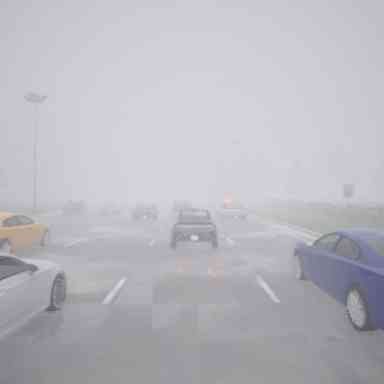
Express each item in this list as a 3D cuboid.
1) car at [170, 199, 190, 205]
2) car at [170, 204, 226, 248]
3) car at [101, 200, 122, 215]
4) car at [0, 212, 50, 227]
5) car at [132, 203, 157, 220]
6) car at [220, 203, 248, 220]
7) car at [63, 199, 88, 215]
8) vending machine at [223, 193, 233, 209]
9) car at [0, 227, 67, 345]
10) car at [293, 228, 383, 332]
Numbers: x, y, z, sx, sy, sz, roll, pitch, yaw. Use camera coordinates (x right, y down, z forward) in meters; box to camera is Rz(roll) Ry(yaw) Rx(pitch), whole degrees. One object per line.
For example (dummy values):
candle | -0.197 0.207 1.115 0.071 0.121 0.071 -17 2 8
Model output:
car | -1.216 1.477 34.661 1.882 1.535 5.008 0 0 -9
car | 0.091 1.491 14.770 2.128 1.511 4.902 0 0 0
car | -8.176 1.524 33.939 1.812 1.442 4.674 0 0 -9
car | -6.906 1.477 12.099 1.882 1.535 5.008 0 0 0
car | -3.844 1.600 27.656 1.895 1.301 4.718 0 0 -5
car | 3.169 1.601 27.661 1.895 1.301 4.718 0 0 -5
car | -11.620 1.490 33.366 2.128 1.511 4.902 0 0 -9
vending machine | 4.701 1.195 43.714 1.100 2.100 0.880 0 0 -13
car | -3.402 1.525 4.731 1.812 1.442 4.674 0 0 0
car | 3.596 1.478 6.828 1.882 1.535 5.008 0 0 0
